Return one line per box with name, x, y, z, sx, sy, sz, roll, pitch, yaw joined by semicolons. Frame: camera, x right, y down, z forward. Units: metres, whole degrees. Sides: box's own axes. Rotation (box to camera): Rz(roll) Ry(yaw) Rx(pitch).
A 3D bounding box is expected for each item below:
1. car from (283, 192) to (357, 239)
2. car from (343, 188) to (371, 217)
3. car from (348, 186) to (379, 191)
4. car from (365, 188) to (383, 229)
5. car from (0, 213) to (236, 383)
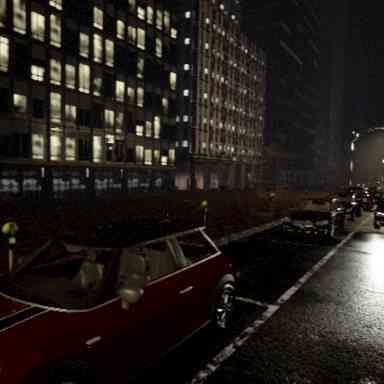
car;4.959;0.886;13.114;2.008;1.369;4.403;3;4;33
car;7.991;0.692;17.727;2.008;1.369;4.403;3;4;33
car;11.026;0.388;22.333;1.967;1.590;4.097;3;4;33
car;9.364;0.829;14.912;2.128;1.511;4.902;4;4;33
car;-1.102;1.164;3.885;1.967;1.590;4.097;3;4;33
